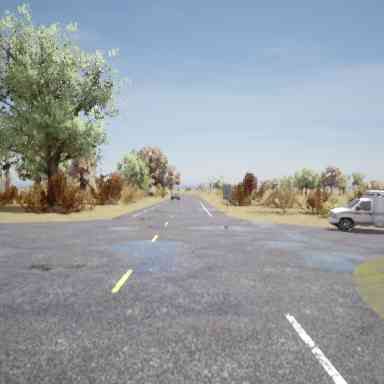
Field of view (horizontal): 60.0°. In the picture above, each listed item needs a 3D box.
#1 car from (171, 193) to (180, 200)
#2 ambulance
[{"bbox_3d":[-3.523,0.992,71.079,1.882,1.535,5.008,0,0,0],"label":"car"},{"bbox_3d":[11.626,1.167,19.719,6.366,2.431,2.351,1,1,14],"label":"ambulance"}]
